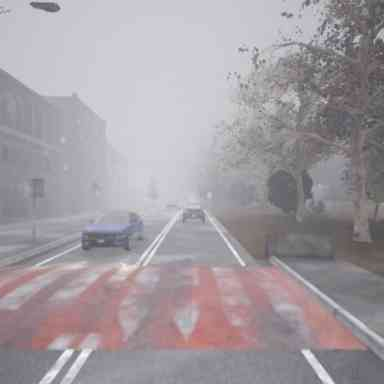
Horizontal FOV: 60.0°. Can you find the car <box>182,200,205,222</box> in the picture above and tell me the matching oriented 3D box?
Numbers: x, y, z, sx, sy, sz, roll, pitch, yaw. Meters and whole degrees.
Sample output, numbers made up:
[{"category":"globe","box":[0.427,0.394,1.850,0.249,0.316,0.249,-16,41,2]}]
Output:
[{"category":"car","box":[0.144,1.675,27.850,1.812,1.442,4.674,0,0,0]}]

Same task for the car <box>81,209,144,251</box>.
[{"category":"car","box":[-3.319,1.556,14.720,1.882,1.535,5.008,0,-1,0]}]

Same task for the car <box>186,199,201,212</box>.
[{"category":"car","box":[0.207,1.789,44.755,1.882,1.535,5.008,0,-1,0]}]

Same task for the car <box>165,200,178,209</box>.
[{"category":"car","box":[-3.164,1.984,52.945,2.033,1.411,5.357,0,-1,1]}]
